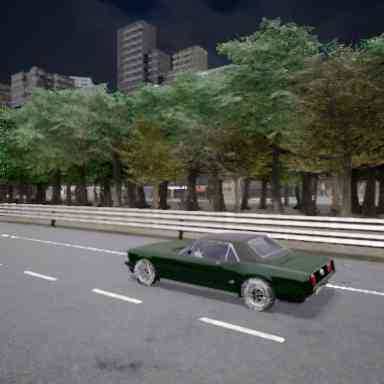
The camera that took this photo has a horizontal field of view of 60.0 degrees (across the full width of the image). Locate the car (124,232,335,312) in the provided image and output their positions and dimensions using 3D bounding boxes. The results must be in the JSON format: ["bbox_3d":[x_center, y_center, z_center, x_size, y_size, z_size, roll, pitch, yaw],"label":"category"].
[{"bbox_3d":[0.626,1.602,7.722,4.718,1.301,1.895,0,0,36],"label":"car"}]
